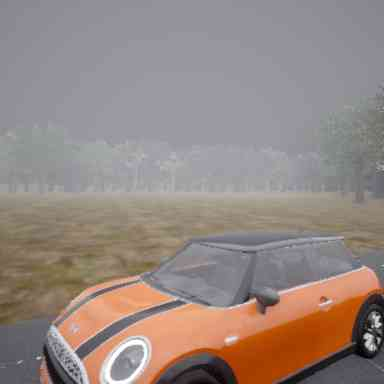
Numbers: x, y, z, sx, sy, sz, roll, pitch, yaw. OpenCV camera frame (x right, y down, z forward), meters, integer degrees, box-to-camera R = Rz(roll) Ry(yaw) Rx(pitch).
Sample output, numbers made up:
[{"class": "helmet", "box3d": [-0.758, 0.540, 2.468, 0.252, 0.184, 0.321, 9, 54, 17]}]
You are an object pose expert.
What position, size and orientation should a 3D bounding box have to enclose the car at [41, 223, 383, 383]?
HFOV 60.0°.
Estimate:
[{"class": "car", "box3d": [0.543, 1.361, 4.379, 4.553, 1.767, 2.097, 0, 0, -36]}]
